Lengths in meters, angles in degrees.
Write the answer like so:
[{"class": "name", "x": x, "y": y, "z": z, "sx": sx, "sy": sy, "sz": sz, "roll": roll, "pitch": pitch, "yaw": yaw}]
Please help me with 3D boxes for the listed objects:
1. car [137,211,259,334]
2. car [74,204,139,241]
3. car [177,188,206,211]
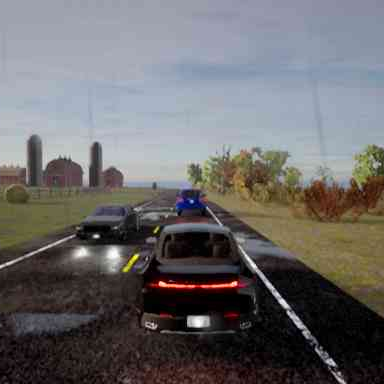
[{"class": "car", "x": 0.083, "y": 1.374, "z": 6.702, "sx": 1.837, "sy": 1.490, "sz": 4.892, "roll": 0, "pitch": 1, "yaw": 0}, {"class": "car", "x": -3.647, "y": 1.254, "z": 15.302, "sx": 2.033, "sy": 1.411, "sz": 5.357, "roll": 0, "pitch": 1, "yaw": 0}, {"class": "car", "x": -0.033, "y": 0.719, "z": 26.413, "sx": 2.150, "sy": 2.045, "sz": 5.566, "roll": 0, "pitch": 1, "yaw": -1}]
